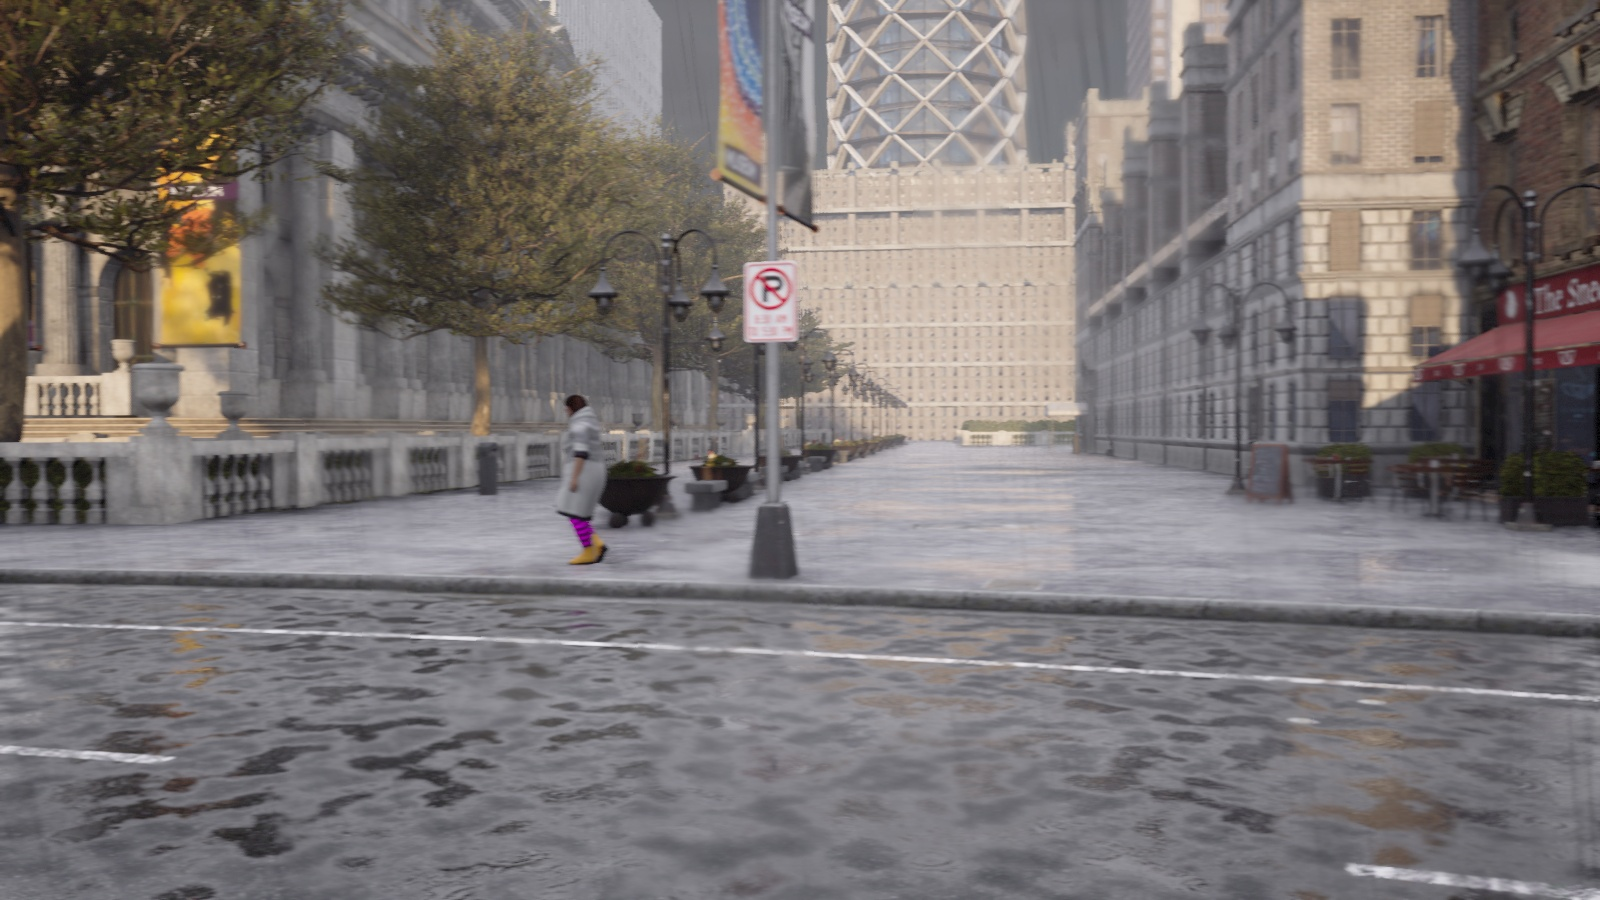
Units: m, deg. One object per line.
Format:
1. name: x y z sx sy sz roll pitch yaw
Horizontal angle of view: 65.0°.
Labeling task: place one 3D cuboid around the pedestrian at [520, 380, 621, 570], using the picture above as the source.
1. pedestrian: -2.413 0.250 13.244 0.873 1.952 0.659 0 1 9
